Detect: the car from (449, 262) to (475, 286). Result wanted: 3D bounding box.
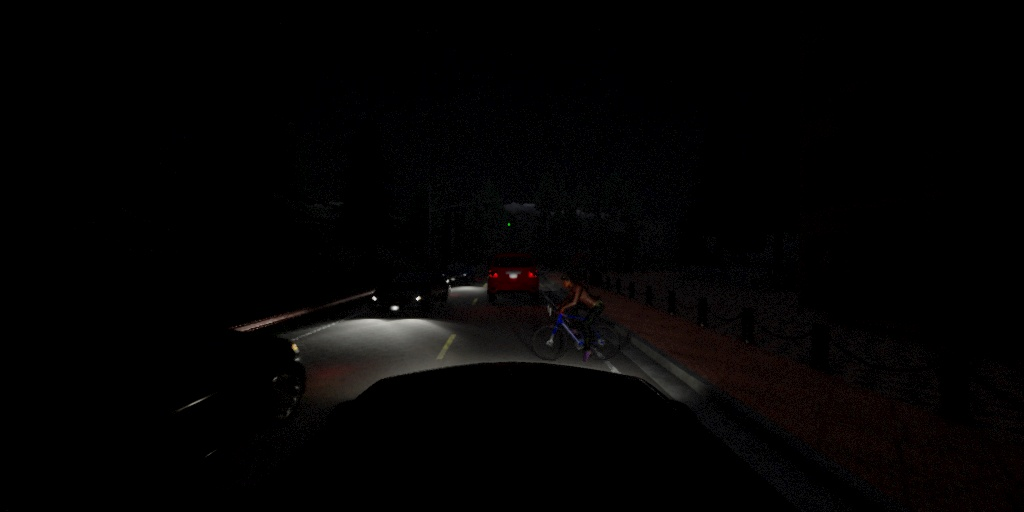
[{"bbox_3d":[-3.588,1.125,24.117,1.812,1.442,4.674,0,0,0],"label":"car"}]

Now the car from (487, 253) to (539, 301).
[{"bbox_3d":[0.047,0.868,16.778,2.150,2.045,5.566,0,0,0],"label":"car"}]

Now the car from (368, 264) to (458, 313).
[{"bbox_3d":[-3.626,1.216,13.785,2.033,1.411,5.357,0,0,0],"label":"car"}]

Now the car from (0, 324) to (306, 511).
[{"bbox_3d":[-3.598,1.307,2.838,1.994,1.385,4.181,0,0,0],"label":"car"}]

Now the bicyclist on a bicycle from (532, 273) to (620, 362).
[{"bbox_3d":[1.187,1.144,6.648,1.656,1.620,0.582,0,0,0],"label":"bicyclist on a bicycle"}]
